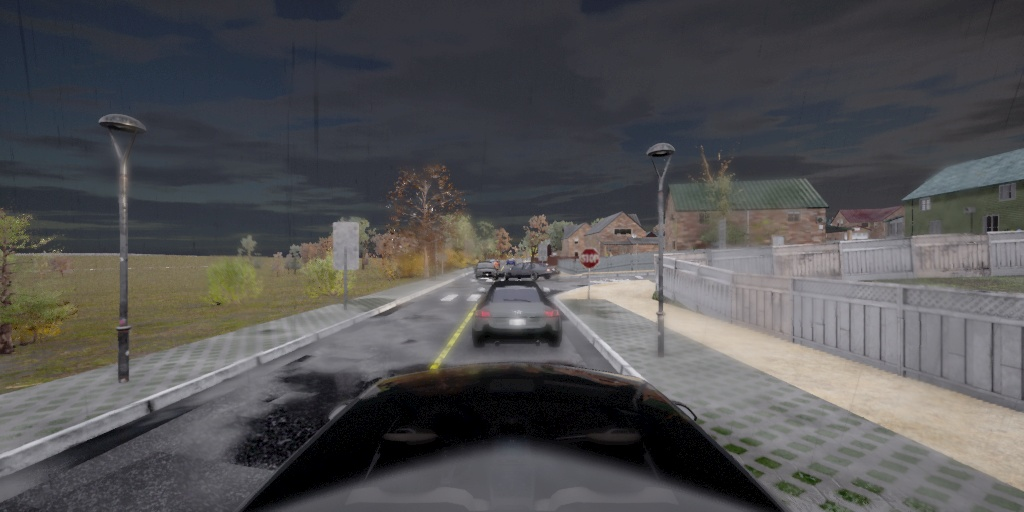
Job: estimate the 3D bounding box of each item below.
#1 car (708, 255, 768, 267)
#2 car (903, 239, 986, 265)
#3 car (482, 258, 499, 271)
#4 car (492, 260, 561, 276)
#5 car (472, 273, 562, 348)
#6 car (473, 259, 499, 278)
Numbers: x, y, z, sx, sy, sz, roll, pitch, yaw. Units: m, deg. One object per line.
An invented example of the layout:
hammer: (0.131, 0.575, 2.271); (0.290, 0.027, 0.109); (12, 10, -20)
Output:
car: (14.329, 0.413, 22.714); (4.181, 1.385, 1.994); (-3, 0, 16)
car: (23.836, -0.208, 20.318); (4.902, 1.511, 2.128); (-3, 0, 14)
car: (-2.986, 1.121, 51.017); (2.097, 1.767, 4.553); (0, 0, 0)
car: (1.262, 1.198, 28.300); (5.357, 1.411, 2.033); (-4, -3, 43)
car: (0.081, 1.313, 9.282); (1.994, 1.385, 4.181); (0, 0, -1)
car: (-2.334, 1.258, 31.201); (1.837, 1.490, 4.892); (0, 0, -8)
